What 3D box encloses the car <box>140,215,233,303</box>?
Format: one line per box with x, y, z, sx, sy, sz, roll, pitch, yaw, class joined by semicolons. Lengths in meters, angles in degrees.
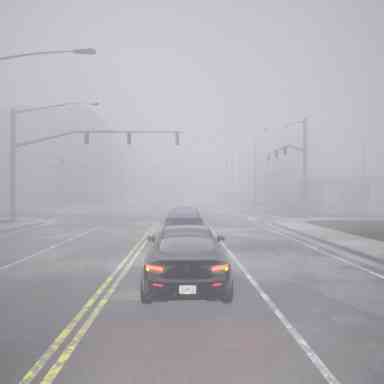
-0.141;1.525;8.065;1.812;1.442;4.674;0;0;-2;car

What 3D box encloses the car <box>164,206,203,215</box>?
-0.420;1.477;17.114;1.882;1.535;5.008;0;0;-2;car
